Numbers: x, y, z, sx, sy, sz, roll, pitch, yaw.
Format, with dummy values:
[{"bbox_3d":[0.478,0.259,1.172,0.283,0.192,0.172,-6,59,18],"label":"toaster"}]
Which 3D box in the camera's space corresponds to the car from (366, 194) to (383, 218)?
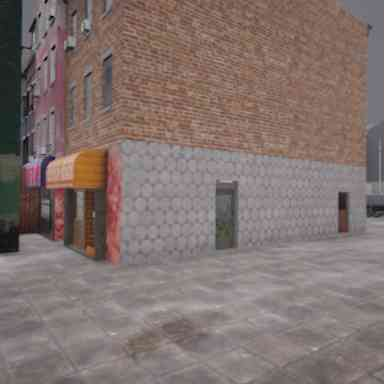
[{"bbox_3d":[16.152,1.197,26.864,2.150,2.045,5.566,1,-1,-36],"label":"car"}]
